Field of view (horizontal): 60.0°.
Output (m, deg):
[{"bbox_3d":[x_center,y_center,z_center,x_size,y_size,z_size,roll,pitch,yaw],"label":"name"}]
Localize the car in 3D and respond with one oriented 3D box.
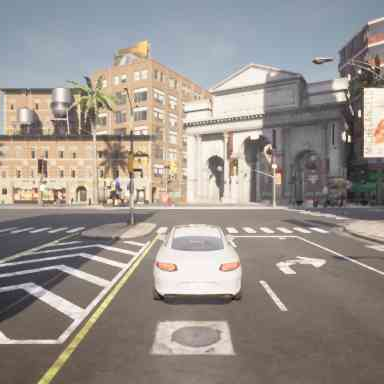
[{"bbox_3d":[0.111,1.526,8.256,1.812,1.442,4.674,0,0,0],"label":"car"}]
